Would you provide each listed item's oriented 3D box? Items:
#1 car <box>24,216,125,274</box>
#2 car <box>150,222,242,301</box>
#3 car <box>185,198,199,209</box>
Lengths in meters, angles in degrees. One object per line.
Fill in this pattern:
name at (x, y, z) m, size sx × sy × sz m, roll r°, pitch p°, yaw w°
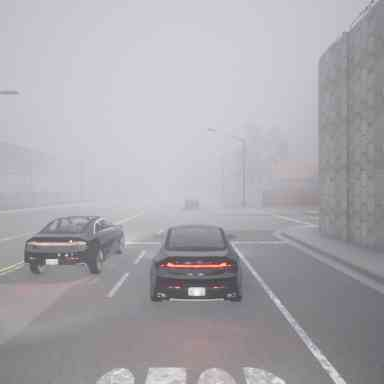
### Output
car at (-3.428, 1.492, 10.546) m, size 2.128 × 1.511 × 4.902 m, roll 0°, pitch 0°, yaw 0°
car at (0.079, 1.505, 8.277) m, size 1.837 × 1.490 × 4.892 m, roll 0°, pitch 0°, yaw 0°
car at (-0.016, 1.491, 44.230) m, size 2.128 × 1.511 × 4.902 m, roll 0°, pitch 0°, yaw 0°
